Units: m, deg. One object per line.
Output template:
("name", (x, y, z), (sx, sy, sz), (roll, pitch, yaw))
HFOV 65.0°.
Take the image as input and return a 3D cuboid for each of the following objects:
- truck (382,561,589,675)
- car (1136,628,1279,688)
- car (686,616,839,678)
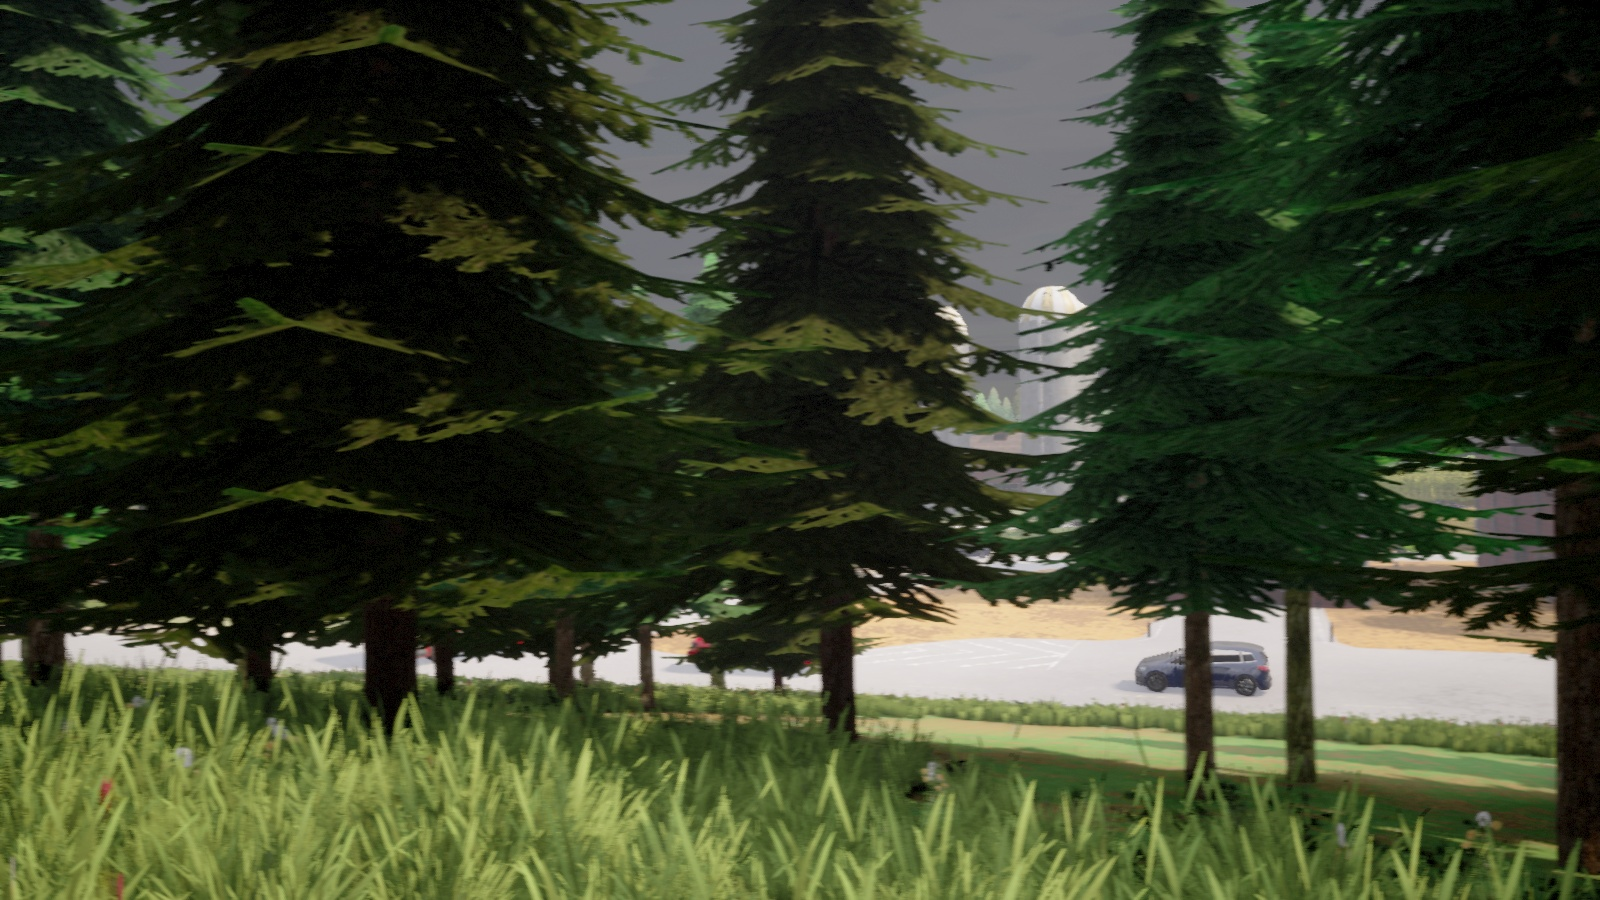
("truck", (-13.848, 7.302, 55.873), (8.468, 3.827, 2.891), (-2, 1, -43))
("car", (14.329, 7.262, 44.158), (4.611, 1.667, 2.242), (-2, 0, 20))
("car", (-1.483, 7.751, 49.764), (5.566, 2.045, 2.150), (-2, 0, 20))
